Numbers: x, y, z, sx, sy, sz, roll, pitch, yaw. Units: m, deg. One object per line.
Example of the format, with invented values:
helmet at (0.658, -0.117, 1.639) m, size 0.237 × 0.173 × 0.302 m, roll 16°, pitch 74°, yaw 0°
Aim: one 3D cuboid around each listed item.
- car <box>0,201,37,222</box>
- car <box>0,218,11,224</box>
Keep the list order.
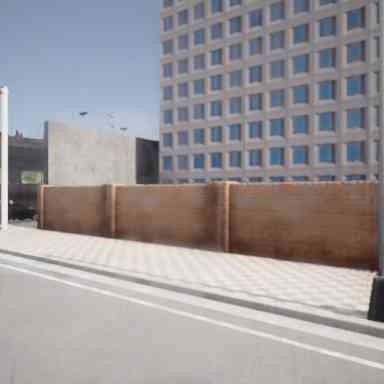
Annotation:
car at (-12.761, 1.398, 23.329) m, size 1.837 × 1.490 × 4.892 m, roll -2°, pitch -1°, yaw 30°
car at (-7.138, 1.482, 9.049) m, size 4.892 × 1.490 × 1.837 m, roll 0°, pitch 0°, yaw 36°
